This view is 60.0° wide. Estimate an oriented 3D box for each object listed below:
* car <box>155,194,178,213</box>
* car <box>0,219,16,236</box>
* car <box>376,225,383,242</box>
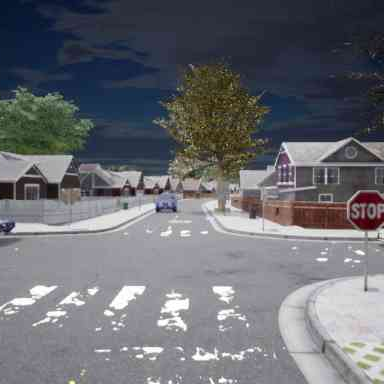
[{"bbox_3d":[-2.759,1.199,36.907,2.150,2.045,5.566,0,0,0],"label":"car"},{"bbox_3d":[-10.166,1.463,13.847,4.718,1.301,1.895,0,1,-5],"label":"car"},{"bbox_3d":[10.351,1.614,13.803,4.902,1.511,2.128,1,1,0],"label":"car"}]
